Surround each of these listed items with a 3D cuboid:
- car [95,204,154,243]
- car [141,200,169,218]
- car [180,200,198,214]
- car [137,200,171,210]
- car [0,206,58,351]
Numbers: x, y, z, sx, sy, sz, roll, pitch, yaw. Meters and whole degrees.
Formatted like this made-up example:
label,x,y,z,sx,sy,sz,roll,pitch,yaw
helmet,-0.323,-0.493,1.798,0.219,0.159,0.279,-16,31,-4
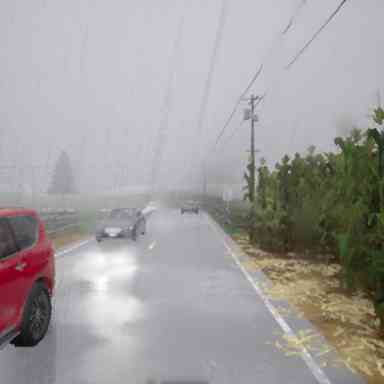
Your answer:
label,x,y,z,sx,sy,sz,roll,pitch,yaw
car,-3.411,1.569,16.714,2.128,1.511,4.902,0,0,0
car,-3.536,1.680,32.650,1.812,1.442,4.674,0,0,0
car,-0.318,1.667,37.271,2.128,1.511,4.902,0,0,-2
car,-5.282,1.782,46.260,4.181,1.385,1.994,0,0,27
car,-3.319,1.235,3.440,2.150,2.045,5.566,0,0,-1
